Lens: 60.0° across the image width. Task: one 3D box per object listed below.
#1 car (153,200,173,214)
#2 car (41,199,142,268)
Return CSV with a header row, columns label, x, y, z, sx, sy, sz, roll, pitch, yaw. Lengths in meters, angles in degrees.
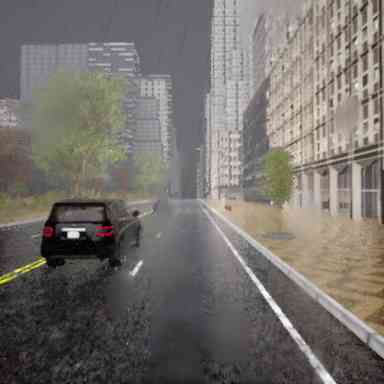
label,x,y,z,sx,sy,sz,roll,pitch,yaw
car,-3.167,1.601,36.610,1.812,1.442,4.674,0,0,0
car,-3.155,1.234,11.521,2.150,2.045,5.566,0,0,0
